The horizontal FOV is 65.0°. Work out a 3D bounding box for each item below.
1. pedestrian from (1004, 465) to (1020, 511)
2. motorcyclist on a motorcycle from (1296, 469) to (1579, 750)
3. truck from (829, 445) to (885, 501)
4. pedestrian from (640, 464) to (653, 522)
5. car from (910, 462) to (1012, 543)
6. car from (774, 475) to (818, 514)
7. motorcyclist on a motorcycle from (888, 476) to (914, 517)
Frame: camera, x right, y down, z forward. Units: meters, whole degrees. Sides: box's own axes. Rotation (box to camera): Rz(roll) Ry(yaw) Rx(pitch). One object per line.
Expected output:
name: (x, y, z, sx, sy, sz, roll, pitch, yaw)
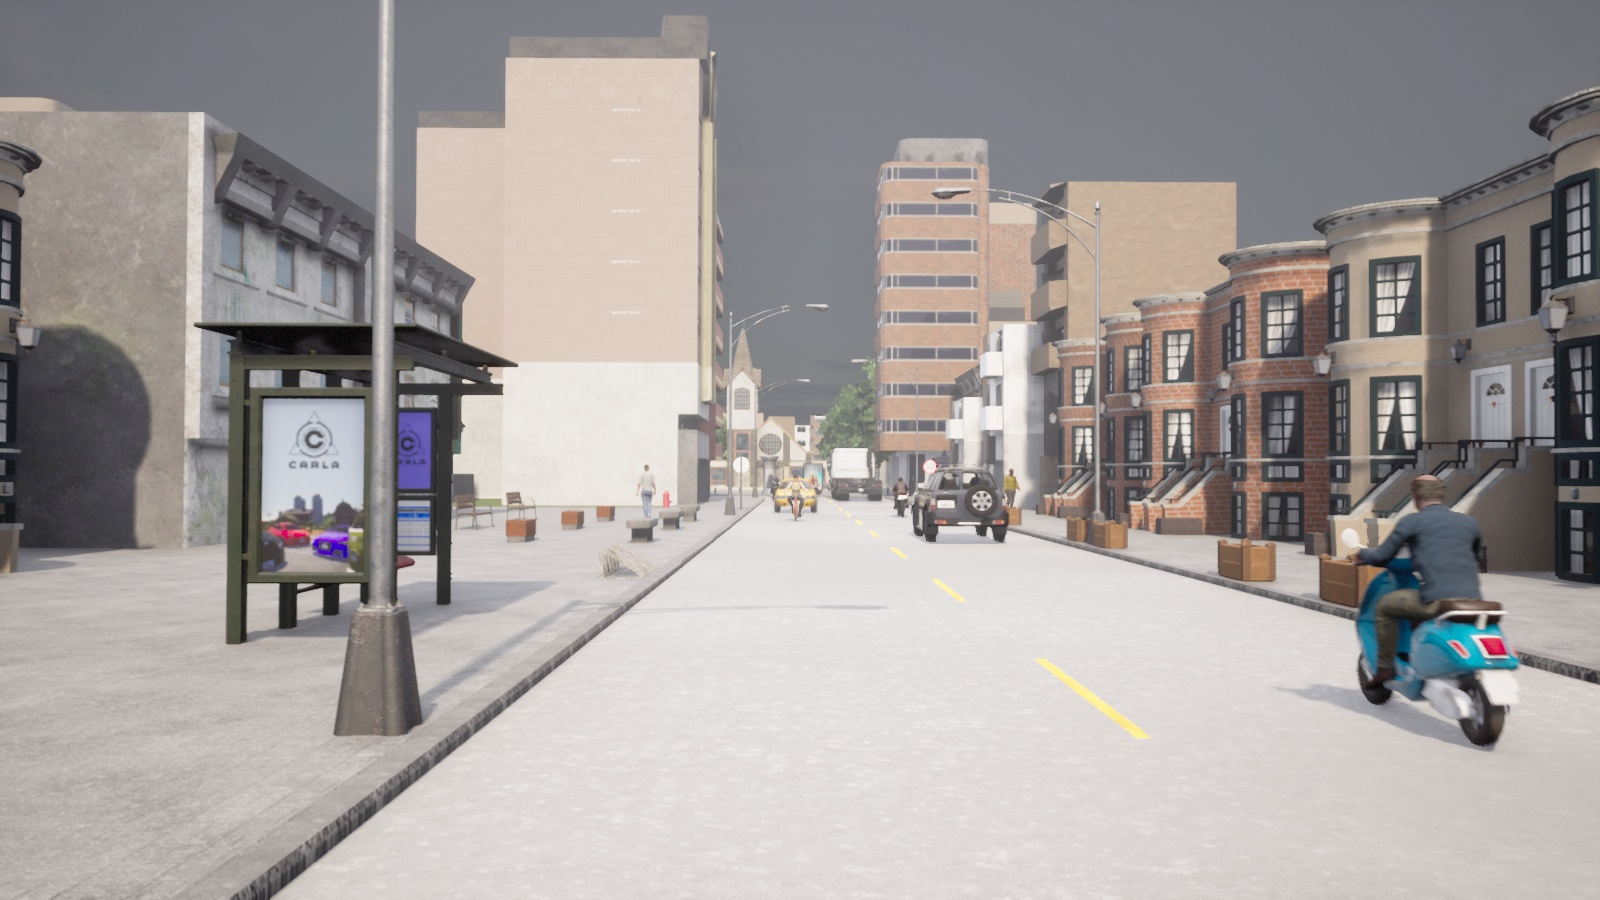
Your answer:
pedestrian: (8.562, 1.539, 50.801, 0.370, 1.835, 0.726, 0, -1, -12)
motorcyclist on a motorcycle: (3.979, 0.924, 8.048, 0.866, 1.590, 1.817, 0, -1, 0)
truck: (3.586, 1.487, 80.927, 2.891, 3.462, 7.936, 0, -1, -2)
pedestrian: (-4.885, 1.372, 40.024, 0.354, 1.836, 0.706, 0, -1, -11)
car: (3.918, 1.265, 31.316, 1.932, 1.855, 4.605, 0, -1, 0)
car: (-0.170, 1.875, 54.331, 1.801, 1.575, 5.366, 0, -1, 0)
motorcyclist on a motorcycle: (3.856, 1.774, 48.041, 0.797, 1.523, 2.044, 0, -1, 0)
